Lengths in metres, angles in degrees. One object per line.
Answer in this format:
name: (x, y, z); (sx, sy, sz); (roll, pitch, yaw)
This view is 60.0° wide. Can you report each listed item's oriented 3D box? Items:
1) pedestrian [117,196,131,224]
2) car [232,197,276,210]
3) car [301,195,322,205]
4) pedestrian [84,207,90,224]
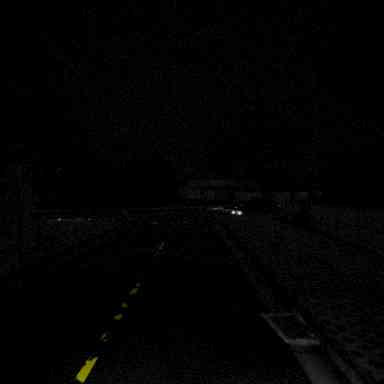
pedestrian: (-4.359, 1.129, 21.206); (0.375, 1.860, 0.375); (-3, 3, 1)
car: (7.354, 1.325, 39.143); (5.357, 1.411, 2.033); (-1, 3, -29)
car: (16.917, 1.153, 44.861); (5.357, 1.411, 2.033); (-1, 3, -33)
pedestrian: (-6.861, 1.513, 21.747); (0.500, 1.100, 0.500); (-3, 3, 1)
